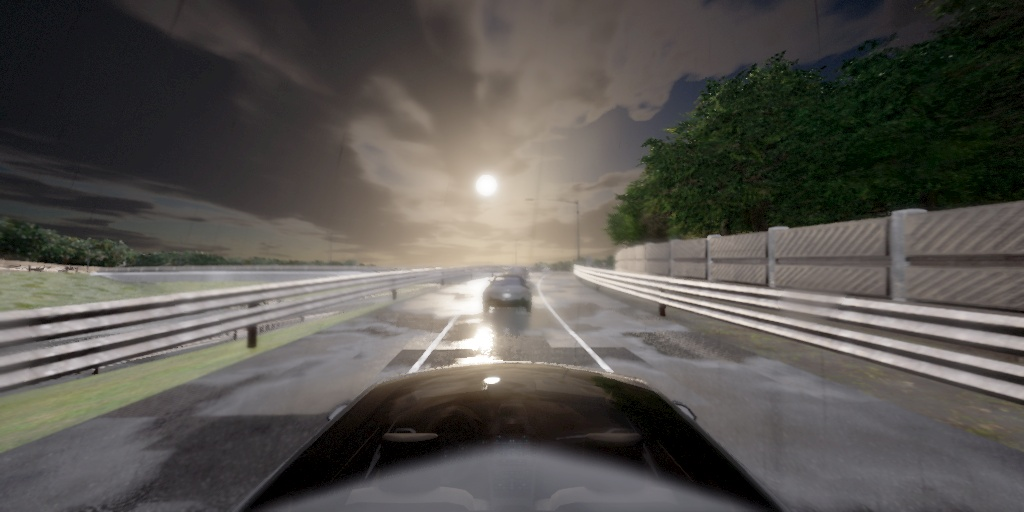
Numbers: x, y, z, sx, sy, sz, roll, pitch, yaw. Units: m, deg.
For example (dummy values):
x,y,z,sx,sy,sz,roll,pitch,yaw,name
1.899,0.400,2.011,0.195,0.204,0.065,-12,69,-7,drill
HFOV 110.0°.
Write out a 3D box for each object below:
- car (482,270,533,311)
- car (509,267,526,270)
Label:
x,y,z,sx,sy,sz,roll,pitch,yaw,name
-0.144,1.470,15.420,1.994,1.385,4.181,0,-1,1,car
0.458,1.604,29.421,2.033,1.411,5.357,0,-1,6,car
